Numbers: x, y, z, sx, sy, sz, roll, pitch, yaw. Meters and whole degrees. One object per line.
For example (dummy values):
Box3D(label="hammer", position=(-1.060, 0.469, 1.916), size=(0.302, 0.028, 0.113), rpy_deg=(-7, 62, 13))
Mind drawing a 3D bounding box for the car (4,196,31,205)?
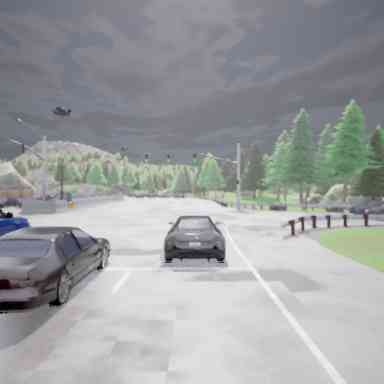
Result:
Box3D(label="car", position=(-28.047, 1.371, 53.777), size=(1.895, 1.301, 4.718), rpy_deg=(0, 0, 0))

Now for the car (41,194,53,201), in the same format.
Box3D(label="car", position=(-21.118, 1.361, 44.409), size=(2.033, 1.411, 5.357), rpy_deg=(0, 0, 0))

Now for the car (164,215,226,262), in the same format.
Box3D(label="car", position=(0.088, 1.533, 12.016), size=(1.994, 1.385, 4.181), rpy_deg=(0, 0, 0))

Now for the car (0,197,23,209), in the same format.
Box3D(label="car", position=(-24.617, 1.364, 43.736), size=(2.033, 1.411, 5.357), rpy_deg=(0, 0, 0))

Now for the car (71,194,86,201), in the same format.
Box3D(label="car", position=(-24.639, 1.234, 72.309), size=(1.994, 1.385, 4.181), rpy_deg=(0, 0, -3))

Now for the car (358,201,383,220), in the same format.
Box3D(label="car", position=(15.968, 1.390, 25.590), size=(4.902, 1.511, 2.128), rpy_deg=(0, 0, 8))

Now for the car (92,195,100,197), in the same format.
Box3D(label="car", position=(-21.120, 1.279, 71.733), size=(1.895, 1.301, 4.718), rpy_deg=(0, 0, 0))

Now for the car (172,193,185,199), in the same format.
Box3D(label="car", position=(-3.518, 1.130, 93.628), size=(1.994, 1.385, 4.181), rpy_deg=(0, 0, -18))

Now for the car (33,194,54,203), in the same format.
Box3D(label="car", position=(-28.056, 1.227, 63.057), size=(1.837, 1.490, 4.892), rpy_deg=(0, 0, 0))

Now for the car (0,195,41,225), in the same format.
Box3D(label="car", position=(-6.911, 1.197, 9.843), size=(2.150, 2.045, 5.566), rpy_deg=(0, 0, 0))

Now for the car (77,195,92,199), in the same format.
Box3D(label="car", position=(-21.056, 1.288, 63.105), size=(1.994, 1.385, 4.181), rpy_deg=(0, 0, 0))

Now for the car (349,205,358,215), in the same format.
Box3D(label="car", position=(16.076, 1.445, 29.110), size=(4.181, 1.385, 1.994), rpy_deg=(0, 0, 8))

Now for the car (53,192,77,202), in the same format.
Box3D(label="car", position=(-21.048, 1.117, 54.544), size=(2.097, 1.767, 4.553), rpy_deg=(0, 0, 0))

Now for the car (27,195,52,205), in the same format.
Box3D(label="car", position=(-24.547, 1.295, 53.718), size=(1.812, 1.442, 4.674), rpy_deg=(0, 0, 0))

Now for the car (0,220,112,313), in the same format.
Box3D(label="car", position=(-3.412, 1.533, 7.912), size=(2.033, 1.411, 5.357), rpy_deg=(0, 0, 0))

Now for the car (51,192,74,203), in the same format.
Box3D(label="car", position=(-24.556, 0.947, 63.156), size=(2.150, 2.045, 5.566), rpy_deg=(0, 0, 0))
